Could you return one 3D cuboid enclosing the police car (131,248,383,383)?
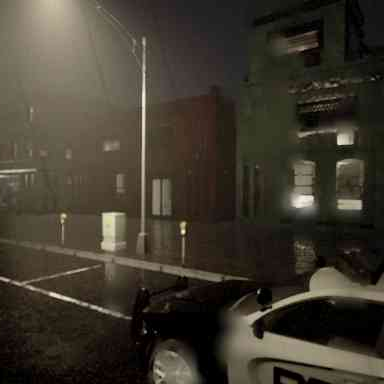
[{"bbox_3d":[1.566,1.425,3.242,5.238,1.638,1.930,0,0,36],"label":"police car"}]
